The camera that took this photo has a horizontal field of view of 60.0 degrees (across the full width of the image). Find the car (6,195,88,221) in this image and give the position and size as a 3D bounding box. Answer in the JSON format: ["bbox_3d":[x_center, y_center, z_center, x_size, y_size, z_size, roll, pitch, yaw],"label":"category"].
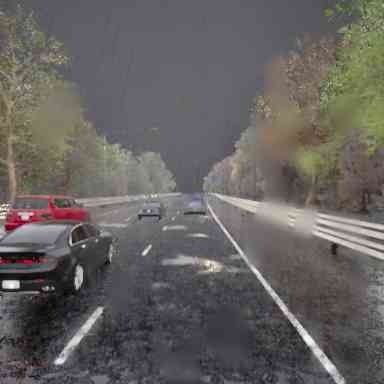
[{"bbox_3d":[-6.865,1.161,16.505,2.150,2.045,5.566,0,0,1],"label":"car"}]

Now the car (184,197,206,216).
[{"bbox_3d":[0.283,1.492,31.039,1.994,1.385,4.181,0,0,1],"label":"car"}]

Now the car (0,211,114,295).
[{"bbox_3d":[-3.368,1.474,8.640,1.837,1.490,4.892,0,0,0],"label":"car"}]

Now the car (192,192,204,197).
[{"bbox_3d":[1.151,1.051,62.847,2.150,2.045,5.566,0,0,2],"label":"car"}]

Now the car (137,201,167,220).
[{"bbox_3d":[-3.182,1.452,27.071,2.033,1.411,5.357,0,0,1],"label":"car"}]
